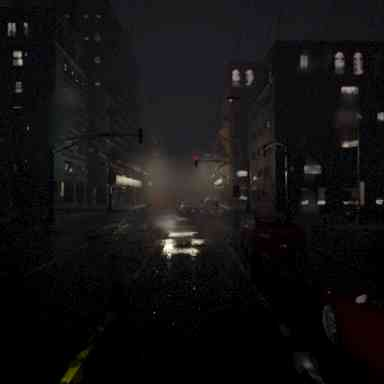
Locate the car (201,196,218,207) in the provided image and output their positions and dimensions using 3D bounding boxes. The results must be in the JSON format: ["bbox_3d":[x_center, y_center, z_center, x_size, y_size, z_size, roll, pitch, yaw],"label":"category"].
[{"bbox_3d":[2.822,1.406,49.984,1.967,1.590,4.097,0,0,0],"label":"car"}]

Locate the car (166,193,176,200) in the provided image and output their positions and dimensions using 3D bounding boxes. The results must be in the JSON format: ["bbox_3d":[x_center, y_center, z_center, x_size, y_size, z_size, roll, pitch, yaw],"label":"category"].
[{"bbox_3d":[-5.659,1.278,89.634,2.192,1.841,5.009,0,0,0],"label":"car"}]

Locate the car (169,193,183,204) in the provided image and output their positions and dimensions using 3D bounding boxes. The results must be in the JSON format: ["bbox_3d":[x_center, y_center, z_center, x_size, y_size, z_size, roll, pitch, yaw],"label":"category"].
[{"bbox_3d":[-3.004,1.441,62.036,1.882,1.535,5.008,0,0,1],"label":"car"}]

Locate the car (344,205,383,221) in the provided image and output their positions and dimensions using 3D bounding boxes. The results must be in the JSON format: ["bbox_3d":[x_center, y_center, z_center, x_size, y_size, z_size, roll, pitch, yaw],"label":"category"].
[{"bbox_3d":[15.498,1.850,28.928,4.181,1.385,1.994,1,0,-1],"label":"car"}]

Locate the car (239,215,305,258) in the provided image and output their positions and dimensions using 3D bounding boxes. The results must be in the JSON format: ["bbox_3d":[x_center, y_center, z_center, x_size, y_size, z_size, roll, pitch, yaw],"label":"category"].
[{"bbox_3d":[2.830,1.534,12.513,1.887,1.381,4.507,0,0,0],"label":"car"}]

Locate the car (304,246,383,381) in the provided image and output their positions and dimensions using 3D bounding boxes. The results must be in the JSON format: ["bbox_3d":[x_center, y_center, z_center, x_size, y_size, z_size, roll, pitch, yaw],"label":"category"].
[{"bbox_3d":[2.829,1.579,3.511,1.802,1.307,4.206,0,0,0],"label":"car"}]

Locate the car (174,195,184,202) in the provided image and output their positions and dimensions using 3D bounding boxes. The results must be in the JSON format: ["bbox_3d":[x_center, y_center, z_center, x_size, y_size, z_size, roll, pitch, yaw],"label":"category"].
[{"bbox_3d":[-2.980,1.496,77.546,2.033,1.411,5.357,0,0,0],"label":"car"}]

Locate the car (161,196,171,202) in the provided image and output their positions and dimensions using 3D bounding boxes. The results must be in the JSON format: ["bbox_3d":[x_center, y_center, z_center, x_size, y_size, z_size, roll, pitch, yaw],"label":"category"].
[{"bbox_3d":[-5.665,1.528,72.640,1.947,1.339,4.313,0,0,0],"label":"car"}]

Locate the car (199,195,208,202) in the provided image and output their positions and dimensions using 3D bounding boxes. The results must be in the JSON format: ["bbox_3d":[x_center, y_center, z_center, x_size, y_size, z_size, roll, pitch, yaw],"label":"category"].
[{"bbox_3d":[2.717,1.507,78.303,1.887,1.381,4.507,0,0,0],"label":"car"}]

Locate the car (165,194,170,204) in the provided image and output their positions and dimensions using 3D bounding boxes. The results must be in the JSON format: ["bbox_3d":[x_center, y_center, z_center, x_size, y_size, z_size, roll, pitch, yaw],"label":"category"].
[{"bbox_3d":[-5.668,1.514,61.310,2.008,1.369,4.403,0,0,0],"label":"car"}]

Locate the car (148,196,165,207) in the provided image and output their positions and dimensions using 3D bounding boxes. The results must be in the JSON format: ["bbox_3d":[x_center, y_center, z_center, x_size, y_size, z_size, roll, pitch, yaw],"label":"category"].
[{"bbox_3d":[-5.761,1.510,51.208,1.887,1.381,4.507,0,0,0],"label":"car"}]
